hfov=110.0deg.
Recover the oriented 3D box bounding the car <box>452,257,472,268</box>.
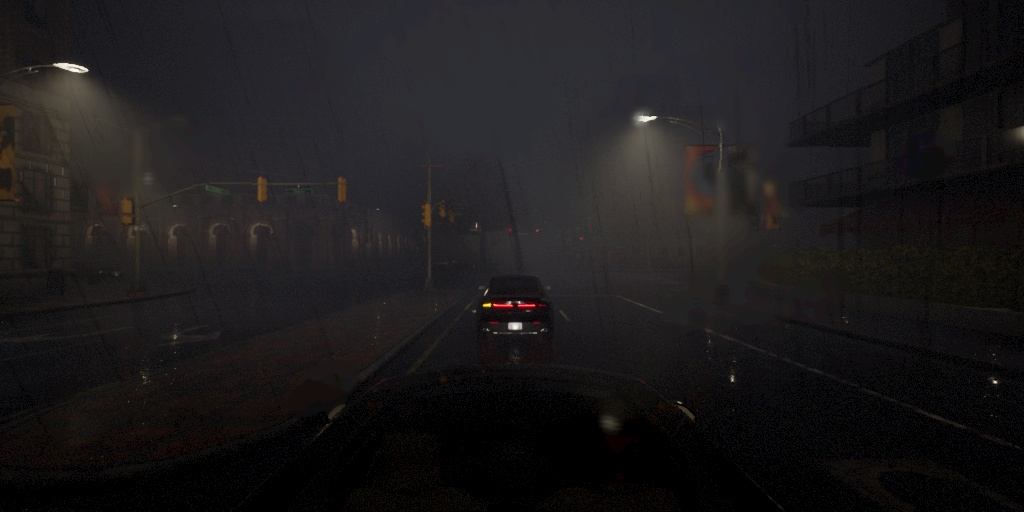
[{"bbox_3d":[-8.040,1.259,58.302,1.812,1.442,4.674,0,0,0],"label":"car"}]

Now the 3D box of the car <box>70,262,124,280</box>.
[{"bbox_3d":[-33.895,1.234,28.511,4.902,1.511,2.128,0,0,0],"label":"car"}]

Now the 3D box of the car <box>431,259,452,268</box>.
[{"bbox_3d":[-11.531,1.259,58.528,1.812,1.442,4.674,0,0,0],"label":"car"}]

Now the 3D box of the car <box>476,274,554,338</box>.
[{"bbox_3d":[0.079,1.252,10.104,1.837,1.490,4.892,0,0,0],"label":"car"}]
